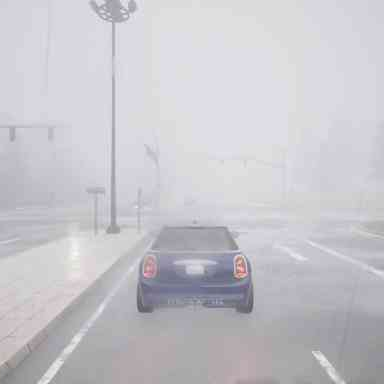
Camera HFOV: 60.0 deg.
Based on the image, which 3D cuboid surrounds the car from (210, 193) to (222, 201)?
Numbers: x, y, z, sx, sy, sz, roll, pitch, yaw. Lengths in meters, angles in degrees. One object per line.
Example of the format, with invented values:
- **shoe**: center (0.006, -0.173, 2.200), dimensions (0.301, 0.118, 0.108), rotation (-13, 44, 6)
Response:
- **car**: center (6.333, 1.215, 84.933), dimensions (2.150, 2.045, 5.566), rotation (0, 0, -1)

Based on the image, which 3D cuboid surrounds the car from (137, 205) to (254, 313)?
- **car**: center (0.069, 1.352, 7.821), dimensions (2.097, 1.767, 4.553), rotation (0, 0, 0)

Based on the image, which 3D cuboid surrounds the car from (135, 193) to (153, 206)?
- **car**: center (-8.285, 1.352, 55.997), dimensions (2.097, 1.767, 4.553), rotation (0, 0, -1)

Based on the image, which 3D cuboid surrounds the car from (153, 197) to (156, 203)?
- **car**: center (-8.386, 1.547, 65.611), dimensions (2.033, 1.411, 5.357), rotation (0, 0, 0)

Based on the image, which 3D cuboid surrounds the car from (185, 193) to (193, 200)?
- **car**: center (-0.839, 1.189, 95.500), dimensions (2.150, 2.045, 5.566), rotation (0, 0, -1)

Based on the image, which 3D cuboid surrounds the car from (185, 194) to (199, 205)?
- **car**: center (-0.176, 1.526, 54.640), dimensions (1.812, 1.442, 4.674), rotation (0, 0, -1)
